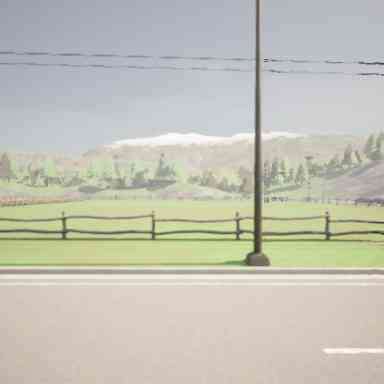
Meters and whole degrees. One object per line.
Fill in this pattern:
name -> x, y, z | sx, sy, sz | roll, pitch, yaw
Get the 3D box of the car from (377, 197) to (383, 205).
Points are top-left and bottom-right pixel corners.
car -> 36.433, 1.681, 60.312 | 2.097, 1.767, 4.553 | 0, 0, 0

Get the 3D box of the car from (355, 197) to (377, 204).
car -> 36.391, 1.806, 70.465 | 1.837, 1.490, 4.892 | 0, 0, 0

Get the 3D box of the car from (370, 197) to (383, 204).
car -> 39.891, 1.844, 70.480 | 1.812, 1.442, 4.674 | 0, 0, 0
